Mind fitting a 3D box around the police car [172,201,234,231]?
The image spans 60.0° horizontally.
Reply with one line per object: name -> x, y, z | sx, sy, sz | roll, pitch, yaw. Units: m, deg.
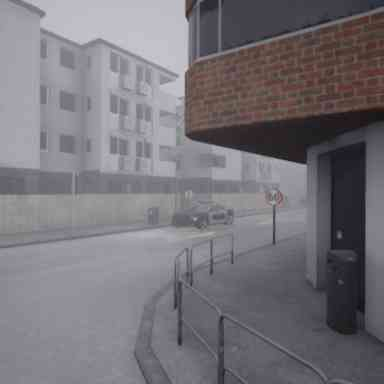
police car -> 0.752, 1.368, 20.525 | 1.930, 1.638, 5.238 | 0, 0, 35
